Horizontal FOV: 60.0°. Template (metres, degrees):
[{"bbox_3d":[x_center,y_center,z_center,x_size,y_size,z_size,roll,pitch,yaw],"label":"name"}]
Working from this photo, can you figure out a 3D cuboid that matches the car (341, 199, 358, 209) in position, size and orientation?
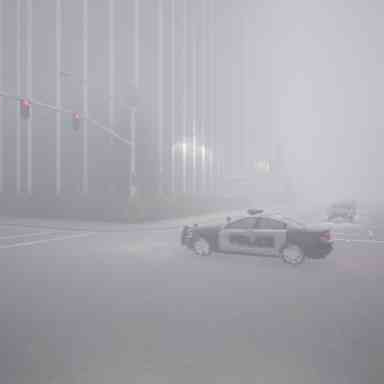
[{"bbox_3d":[21.737,1.600,45.792,1.895,1.301,4.718,0,0,27],"label":"car"}]

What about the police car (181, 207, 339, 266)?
[{"bbox_3d":[2.108,1.425,11.594,5.238,1.638,1.930,0,0,28],"label":"police car"}]

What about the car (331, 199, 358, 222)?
[{"bbox_3d":[11.890,1.547,26.443,2.033,1.411,5.357,0,0,27],"label":"car"}]
